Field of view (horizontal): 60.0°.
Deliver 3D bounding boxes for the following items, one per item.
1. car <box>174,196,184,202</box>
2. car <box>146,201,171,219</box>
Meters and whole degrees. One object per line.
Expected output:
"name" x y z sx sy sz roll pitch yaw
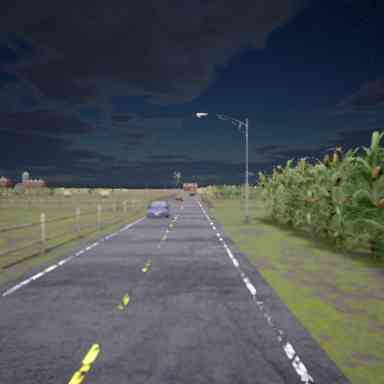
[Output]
"car" -2.744 1.457 70.800 1.895 1.301 4.718 0 0 0
"car" -2.846 1.496 29.213 1.812 1.442 4.674 0 0 0
